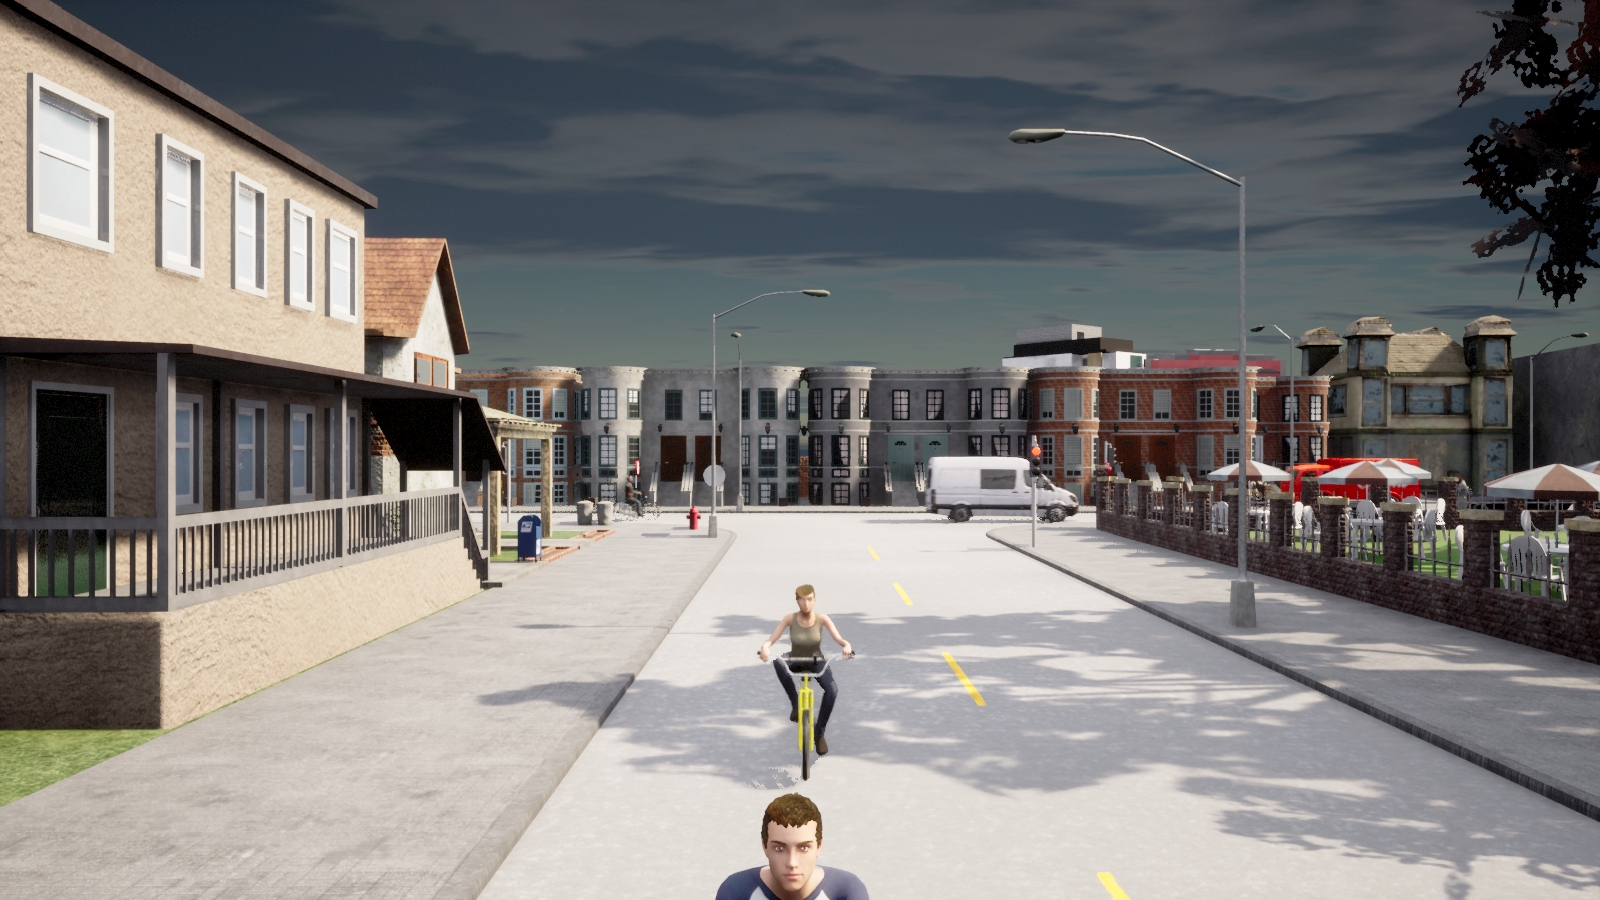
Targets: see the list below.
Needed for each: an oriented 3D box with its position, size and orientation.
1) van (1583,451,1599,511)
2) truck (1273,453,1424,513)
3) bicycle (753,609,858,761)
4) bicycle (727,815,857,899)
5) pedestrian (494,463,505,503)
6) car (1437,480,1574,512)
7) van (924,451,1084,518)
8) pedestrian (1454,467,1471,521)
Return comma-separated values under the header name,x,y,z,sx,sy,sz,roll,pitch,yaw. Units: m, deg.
name,x,y,z,sx,sy,sz,roll,pitch,yaw
van,37.194,1.334,48.909,5.915,2.561,1.988,0,0,1
truck,23.374,1.365,48.875,5.204,2.467,2.627,0,0,0
bicycle,0.052,2.039,10.144,0.859,1.080,1.487,0,-2,1
bicycle,-0.022,1.938,3.212,0.373,1.296,1.643,0,0,0
pedestrian,-14.103,1.546,53.664,0.375,1.860,0.375,0,0,8
car,30.125,1.955,48.889,4.718,1.301,1.895,0,0,0
van,7.932,1.333,44.868,5.915,2.561,1.988,0,0,0
pedestrian,23.253,1.540,40.089,0.375,1.860,0.375,0,0,0
